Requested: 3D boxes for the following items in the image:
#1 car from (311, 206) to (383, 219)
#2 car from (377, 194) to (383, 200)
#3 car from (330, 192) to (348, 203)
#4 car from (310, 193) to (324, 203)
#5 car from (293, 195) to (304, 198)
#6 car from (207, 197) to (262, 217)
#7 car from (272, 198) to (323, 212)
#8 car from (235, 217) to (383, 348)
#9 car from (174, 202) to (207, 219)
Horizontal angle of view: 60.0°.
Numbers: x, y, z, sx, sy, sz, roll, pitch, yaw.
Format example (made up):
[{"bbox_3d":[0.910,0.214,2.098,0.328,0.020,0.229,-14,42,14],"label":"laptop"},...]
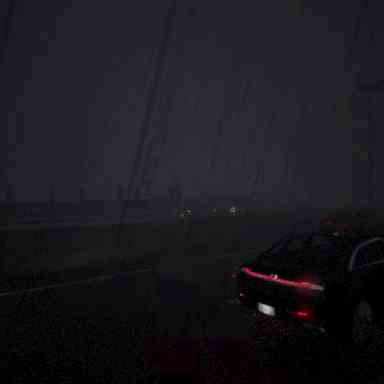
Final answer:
[{"bbox_3d":[7.530,1.459,15.159,4.892,1.490,1.837,0,0,-44],"label":"car"},{"bbox_3d":[45.268,1.229,78.069,1.837,1.490,4.892,0,0,5],"label":"car"},{"bbox_3d":[27.259,1.041,62.332,2.150,2.045,5.566,0,0,17],"label":"car"},{"bbox_3d":[23.714,1.399,62.726,1.994,1.385,4.181,0,0,17],"label":"car"},{"bbox_3d":[20.886,1.384,65.440,2.128,1.511,4.902,0,0,14],"label":"car"},{"bbox_3d":[3.681,1.317,26.611,2.097,1.767,4.553,0,0,42],"label":"car"},{"bbox_3d":[8.245,1.491,26.431,2.033,1.411,5.357,0,0,40],"label":"car"},{"bbox_3d":[2.959,1.474,6.343,4.902,1.511,2.128,0,0,-39],"label":"car"},{"bbox_3d":[0.676,1.579,28.405,1.895,1.301,4.718,0,0,42],"label":"car"}]
